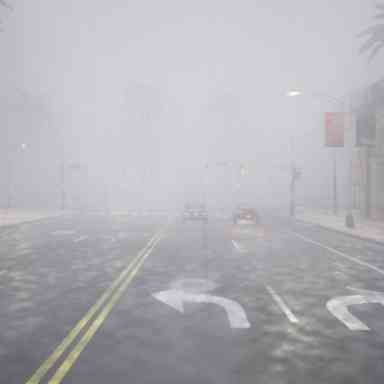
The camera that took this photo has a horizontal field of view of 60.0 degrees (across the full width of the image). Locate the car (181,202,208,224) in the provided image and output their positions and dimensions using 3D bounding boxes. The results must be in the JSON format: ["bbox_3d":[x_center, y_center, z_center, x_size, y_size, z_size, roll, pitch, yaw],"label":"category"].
[{"bbox_3d":[0.214,1.448,24.061,2.033,1.411,5.357,0,0,0],"label":"car"}]

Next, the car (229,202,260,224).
[{"bbox_3d":[3.748,1.428,24.069,1.812,1.442,4.674,0,0,2],"label":"car"}]
